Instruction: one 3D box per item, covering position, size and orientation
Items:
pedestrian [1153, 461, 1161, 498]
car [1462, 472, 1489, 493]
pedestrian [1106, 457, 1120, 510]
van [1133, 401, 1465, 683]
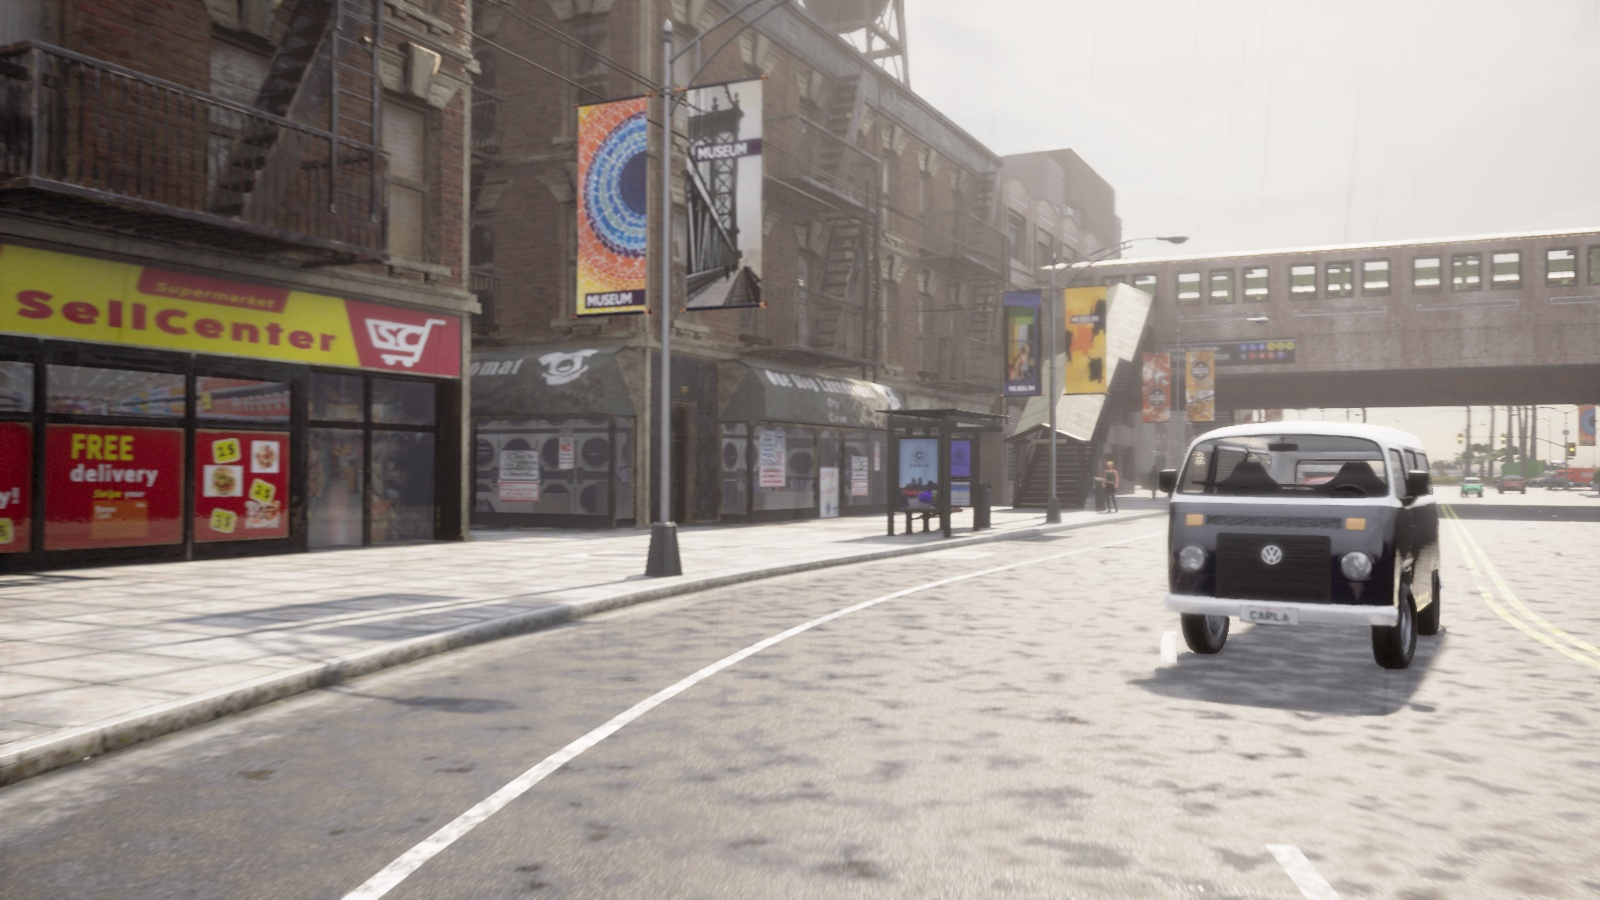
[{"bbox_3d":[18.095,1.487,63.700,0.353,1.847,0.614,-1,-1,19],"label":"pedestrian"},{"bbox_3d":[45.576,2.159,84.752,1.481,1.376,2.207,-1,-1,27],"label":"car"},{"bbox_3d":[10.909,1.174,43.812,0.345,1.836,0.594,-1,-1,26],"label":"pedestrian"},{"bbox_3d":[4.760,0.721,11.530,2.069,2.038,4.480,-1,-2,32],"label":"van"}]
